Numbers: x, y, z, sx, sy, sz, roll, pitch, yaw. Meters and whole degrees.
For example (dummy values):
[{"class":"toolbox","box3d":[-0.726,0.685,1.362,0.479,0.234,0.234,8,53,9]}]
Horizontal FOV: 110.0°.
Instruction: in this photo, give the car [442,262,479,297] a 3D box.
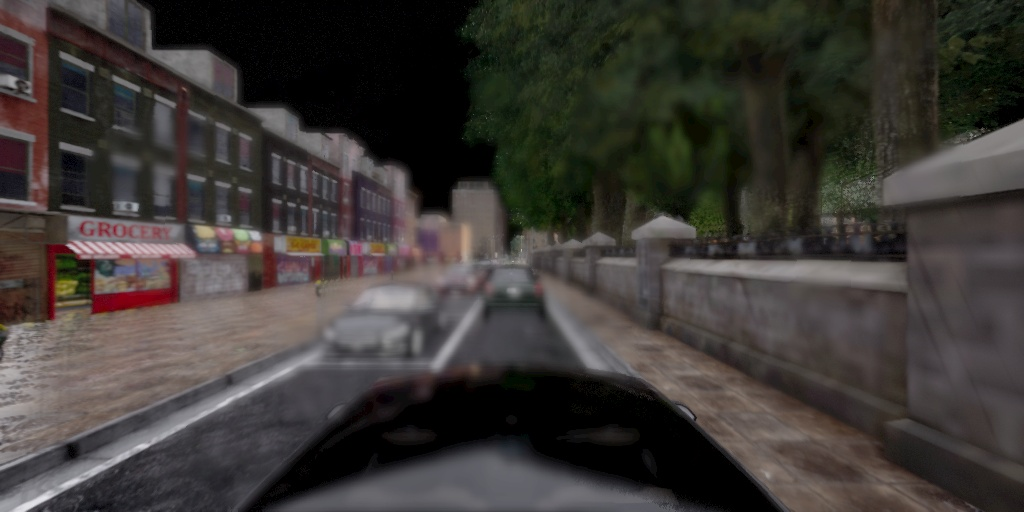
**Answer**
[{"class":"car","box3d":[-2.643,1.224,18.859,1.967,1.591,4.097,0,0,0]}]

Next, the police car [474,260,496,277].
[{"class":"police car","box3d":[-2.740,1.247,37.161,1.930,1.638,5.238,0,0,0]}]

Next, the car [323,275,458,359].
[{"class":"car","box3d":[-2.649,1.313,8.319,2.007,1.370,4.403,0,0,0]}]

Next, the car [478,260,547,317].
[{"class":"car","box3d":[0.086,1.126,13.357,2.097,1.767,4.553,0,0,0]}]
